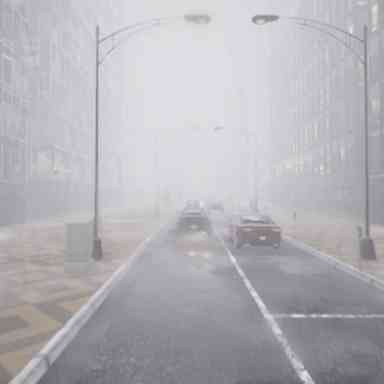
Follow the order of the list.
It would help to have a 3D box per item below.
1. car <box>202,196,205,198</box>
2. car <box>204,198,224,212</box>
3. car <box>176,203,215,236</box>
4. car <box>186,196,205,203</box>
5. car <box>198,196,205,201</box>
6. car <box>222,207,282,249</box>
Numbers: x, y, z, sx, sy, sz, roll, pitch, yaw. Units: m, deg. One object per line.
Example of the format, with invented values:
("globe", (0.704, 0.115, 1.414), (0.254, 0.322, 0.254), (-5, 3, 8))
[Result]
("car", (2.586, 1.632, 47.787), (1.802, 1.307, 4.206), (1, 0, 0))
("car", (2.584, 1.615, 36.654), (1.802, 1.307, 4.206), (1, 0, 0))
("car", (0.103, 1.537, 18.382), (1.812, 1.442, 4.674), (0, 0, 0))
("car", (0.107, 1.584, 39.208), (2.033, 1.411, 5.357), (0, 0, 0))
("car", (2.593, 1.730, 92.328), (1.802, 1.307, 4.206), (1, 0, 0))
("car", (2.582, 1.554, 14.385), (1.887, 1.381, 4.507), (1, 0, 0))
